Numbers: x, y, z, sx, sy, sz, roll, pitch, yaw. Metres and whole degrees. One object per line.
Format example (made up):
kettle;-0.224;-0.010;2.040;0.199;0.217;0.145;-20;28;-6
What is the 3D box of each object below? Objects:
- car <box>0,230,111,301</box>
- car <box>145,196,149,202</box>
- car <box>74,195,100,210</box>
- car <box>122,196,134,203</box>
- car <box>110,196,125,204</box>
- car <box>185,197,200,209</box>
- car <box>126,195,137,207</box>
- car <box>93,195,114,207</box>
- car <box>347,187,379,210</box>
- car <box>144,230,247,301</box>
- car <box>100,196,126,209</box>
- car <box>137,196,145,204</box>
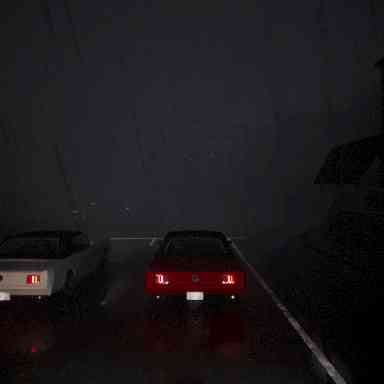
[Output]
car;-3.428;1.601;8.241;1.895;1.301;4.718;0;0;0
car;-10.548;1.536;72.973;2.033;1.411;5.357;0;0;0
car;-14.128;1.491;44.147;2.128;1.511;4.902;0;0;0
car;-14.048;1.519;73.004;1.812;1.442;4.674;0;0;0
car;-14.092;1.564;63.081;1.994;1.385;4.181;0;0;0
car;0.015;1.477;45.059;1.882;1.535;5.008;0;0;1
car;-10.626;1.352;52.650;2.097;1.767;4.553;0;0;0
car;-14.122;1.352;53.200;2.097;1.767;4.553;0;0;1
car;14.366;0.770;28.462;4.553;1.767;2.097;-15;0;-1
car;0.072;1.601;8.261;1.895;1.301;4.718;0;0;0
car;-10.625;1.526;44.926;1.812;1.442;4.674;0;0;0
car;-10.589;1.564;62.580;1.994;1.385;4.181;0;0;1
